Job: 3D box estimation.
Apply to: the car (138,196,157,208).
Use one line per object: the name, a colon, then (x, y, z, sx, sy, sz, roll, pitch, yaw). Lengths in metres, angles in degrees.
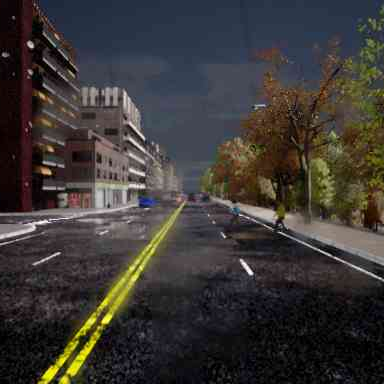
car: (-6.601, 1.474, 48.180, 1.882, 1.535, 5.008, 0, 0, 0)

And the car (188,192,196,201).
car: (-0.015, 1.145, 84.583, 2.150, 2.045, 5.566, 0, 0, 0)

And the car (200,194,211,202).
car: (3.237, 1.496, 74.138, 1.837, 1.490, 4.892, 0, 0, 0)

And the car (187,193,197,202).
car: (-0.012, 1.474, 74.137, 1.882, 1.535, 5.008, 0, 0, 0)

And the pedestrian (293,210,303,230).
pedestrian: (5.903, 1.514, 18.409, 0.500, 1.100, 0.500, 0, 0, 0)

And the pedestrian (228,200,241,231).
pedestrian: (2.439, 1.291, 19.009, 0.375, 1.860, 0.375, 0, 0, 0)

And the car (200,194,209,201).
car: (3.236, 1.275, 84.524, 2.097, 1.767, 4.553, 0, 0, 0)

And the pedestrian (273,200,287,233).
pedestrian: (4.707, 1.291, 17.808, 0.375, 1.860, 0.375, 0, 0, 0)

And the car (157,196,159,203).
car: (-6.544, 1.479, 64.832, 1.882, 1.535, 5.008, 0, 0, 1)

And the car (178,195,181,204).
car: (-3.298, 1.353, 65.404, 2.097, 1.767, 4.553, 0, 0, 0)

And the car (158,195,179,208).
car: (-3.348, 1.561, 48.617, 1.994, 1.385, 4.181, 0, 0, 0)
